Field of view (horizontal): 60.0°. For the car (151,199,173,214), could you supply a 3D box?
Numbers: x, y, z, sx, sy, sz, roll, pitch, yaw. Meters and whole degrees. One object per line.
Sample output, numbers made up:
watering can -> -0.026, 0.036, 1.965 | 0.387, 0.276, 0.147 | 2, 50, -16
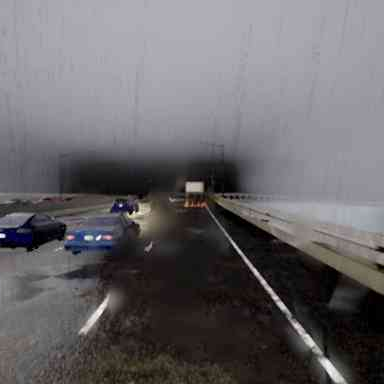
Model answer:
car -> -3.150, 1.438, 35.417 | 1.882, 1.535, 5.008 | 0, 0, 1

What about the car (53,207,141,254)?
car -> -3.358, 1.533, 13.363 | 2.033, 1.411, 5.357 | 0, 0, 0

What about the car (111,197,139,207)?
car -> -6.677, 1.315, 33.409 | 2.097, 1.767, 4.553 | 0, 0, 1

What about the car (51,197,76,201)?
car -> -17.168, 1.474, 45.805 | 1.812, 1.442, 4.674 | 0, 0, 1

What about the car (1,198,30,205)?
car -> -24.156, 1.498, 46.030 | 2.033, 1.411, 5.357 | 0, 0, 1

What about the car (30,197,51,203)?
car -> -20.632, 1.425, 47.646 | 1.882, 1.535, 5.008 | 0, 0, 1

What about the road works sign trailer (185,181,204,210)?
road works sign trailer -> 0.345, 0.414, 42.563 | 2.380, 3.560, 2.880 | 0, 0, 1

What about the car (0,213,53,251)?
car -> -6.853, 1.549, 13.991 | 1.994, 1.385, 4.181 | 0, 0, 0
